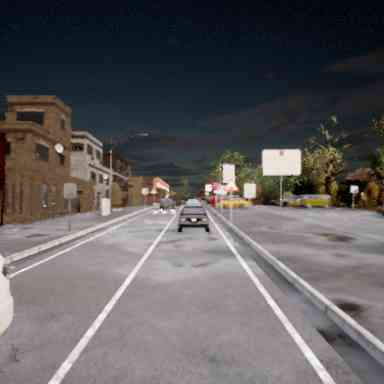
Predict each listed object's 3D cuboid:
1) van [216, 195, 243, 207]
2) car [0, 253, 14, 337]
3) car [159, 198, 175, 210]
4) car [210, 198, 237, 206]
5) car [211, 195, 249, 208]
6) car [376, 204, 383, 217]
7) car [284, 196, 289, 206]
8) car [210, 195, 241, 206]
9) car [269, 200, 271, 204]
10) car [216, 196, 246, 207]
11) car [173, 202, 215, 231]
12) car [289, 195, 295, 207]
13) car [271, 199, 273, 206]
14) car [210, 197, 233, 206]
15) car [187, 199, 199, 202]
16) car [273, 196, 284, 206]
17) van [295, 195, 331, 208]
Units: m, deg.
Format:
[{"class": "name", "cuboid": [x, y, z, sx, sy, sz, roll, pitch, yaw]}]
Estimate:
[{"class": "van", "cuboid": [6.342, 1.542, 56.466, 4.442, 1.987, 1.878, 0, -1, 0]}, {"class": "car", "cuboid": [-3.350, 1.224, 1.990, 2.150, 2.045, 5.566, 0, 0, 0]}, {"class": "car", "cuboid": [-3.350, 1.600, 45.253, 1.837, 1.490, 4.892, 0, -1, 0]}, {"class": "car", "cuboid": [6.136, 2.014, 65.565, 5.008, 1.535, 2.097, 0, -2, -1]}, {"class": "car", "cuboid": [6.089, 1.644, 50.506, 5.366, 1.575, 1.946, 0, -1, 0]}, {"class": "car", "cuboid": [18.684, 1.519, 29.165, 4.674, 1.452, 2.002, 0, 0, 0]}, {"class": "car", "cuboid": [18.688, 1.742, 55.414, 5.366, 1.575, 1.946, 0, -1, 0]}, {"class": "car", "cuboid": [6.197, 1.673, 62.656, 5.566, 2.045, 2.435, 0, -2, -1]}, {"class": "car", "cuboid": [18.359, 1.797, 66.593, 5.566, 2.045, 2.435, 0, -2, -1]}, {"class": "car", "cuboid": [6.281, 1.575, 53.427, 4.553, 1.767, 2.185, 0, -1, 0]}, {"class": "car", "cuboid": [0.099, 1.571, 20.674, 2.033, 1.411, 5.357, 0, 0, 0]}, {"class": "car", "cuboid": [18.709, 1.688, 52.753, 5.366, 1.575, 1.946, 0, -1, 0]}, {"class": "car", "cuboid": [18.415, 1.967, 63.918, 4.892, 1.521, 2.231, 0, -2, -1]}, {"class": "car", "cuboid": [6.124, 1.983, 68.603, 4.553, 1.767, 2.185, 0, -2, -1]}, {"class": "car", "cuboid": [0.091, 1.576, 40.064, 1.812, 1.442, 4.674, 0, 0, 0]}, {"class": "car", "cuboid": [18.428, 1.632, 61.134, 5.566, 2.045, 2.435, 0, -2, -1]}, {"class": "van", "cuboid": [18.430, 1.414, 49.961, 4.442, 1.987, 1.878, 0, -1, 0]}]
